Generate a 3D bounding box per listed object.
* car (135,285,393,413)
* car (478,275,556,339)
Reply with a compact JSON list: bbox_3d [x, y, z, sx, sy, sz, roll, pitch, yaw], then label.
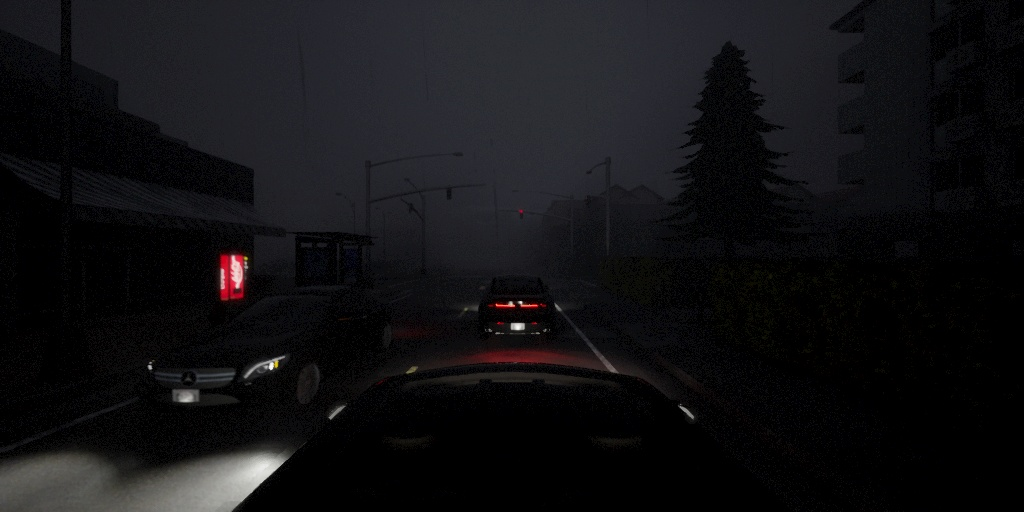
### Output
[{"bbox_3d":[-3.543,1.275,6.256,1.812,1.442,4.674,0,0,1],"label":"car"},{"bbox_3d":[0.117,1.255,10.062,1.837,1.490,4.892,0,0,0],"label":"car"}]
